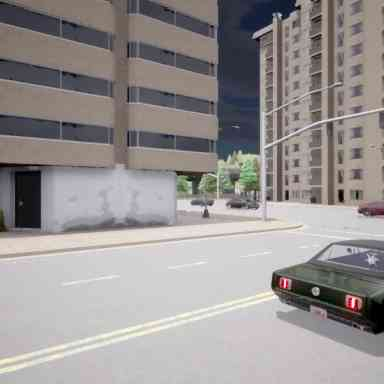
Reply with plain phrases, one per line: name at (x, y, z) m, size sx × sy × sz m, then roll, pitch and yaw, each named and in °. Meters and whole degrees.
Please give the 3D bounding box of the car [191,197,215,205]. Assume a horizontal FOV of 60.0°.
car at (1.882, 1.601, 59.900) m, size 1.895 × 1.301 × 4.718 m, roll 0°, pitch 0°, yaw -35°

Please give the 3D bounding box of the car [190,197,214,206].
car at (1.533, 1.564, 54.350) m, size 1.994 × 1.385 × 4.181 m, roll 0°, pitch 0°, yaw -36°

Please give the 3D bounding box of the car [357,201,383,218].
car at (16.811, 1.525, 28.701) m, size 4.674 × 1.442 × 1.812 m, roll 0°, pitch 0°, yaw 39°

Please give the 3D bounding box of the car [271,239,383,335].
car at (3.814, 1.601, 6.494) m, size 4.718 × 1.301 × 1.895 m, roll 0°, pitch 0°, yaw -35°

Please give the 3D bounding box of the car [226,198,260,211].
car at (6.300, 1.504, 41.487) m, size 1.837 × 1.490 × 4.892 m, roll 0°, pitch 0°, yaw -36°
